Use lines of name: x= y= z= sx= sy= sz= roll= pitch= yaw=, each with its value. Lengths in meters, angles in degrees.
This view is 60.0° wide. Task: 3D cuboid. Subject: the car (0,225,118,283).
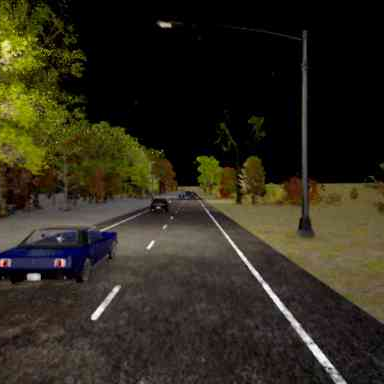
car: x=-3.496 y=1.598 z=9.595 sx=1.895 sy=1.301 sz=4.718 roll=0 pitch=0 yaw=0

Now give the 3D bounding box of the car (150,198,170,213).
car: x=-3.484 y=1.450 z=36.929 sx=1.882 sy=1.535 sz=5.008 roll=0 pitch=0 yaw=0
